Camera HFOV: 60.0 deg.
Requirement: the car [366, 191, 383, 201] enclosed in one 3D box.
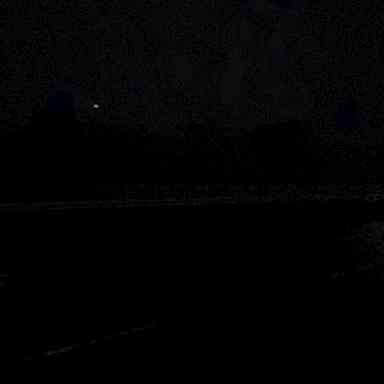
[{"bbox_3d":[32.162,0.792,56.970,5.566,2.045,2.150,-1,0,-35],"label":"car"}]
